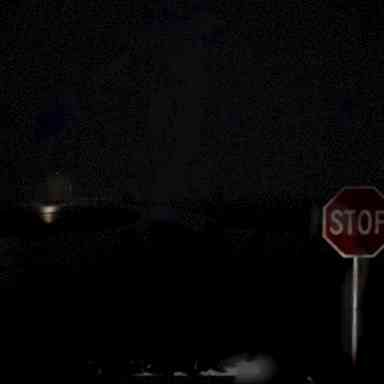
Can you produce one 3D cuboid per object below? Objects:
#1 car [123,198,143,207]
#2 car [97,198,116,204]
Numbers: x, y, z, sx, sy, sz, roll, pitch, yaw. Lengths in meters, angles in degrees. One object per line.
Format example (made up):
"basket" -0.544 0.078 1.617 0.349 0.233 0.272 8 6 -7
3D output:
"car" -10.689 1.789 59.563 1.882 1.535 5.008 -1 0 -37
"car" -17.558 1.944 67.429 4.718 1.301 1.895 -1 0 42
